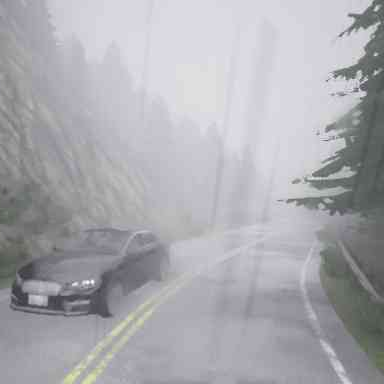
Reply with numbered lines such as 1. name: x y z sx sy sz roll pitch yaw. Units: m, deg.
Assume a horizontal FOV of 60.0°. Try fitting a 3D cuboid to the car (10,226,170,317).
1. car: -1.927 1.596 7.821 2.128 1.511 4.902 1 -2 14
